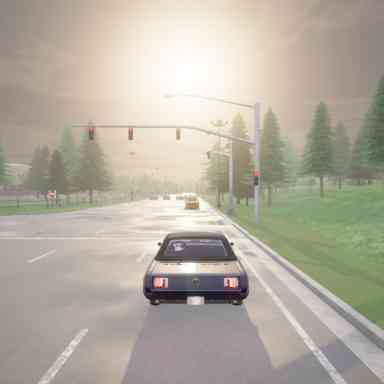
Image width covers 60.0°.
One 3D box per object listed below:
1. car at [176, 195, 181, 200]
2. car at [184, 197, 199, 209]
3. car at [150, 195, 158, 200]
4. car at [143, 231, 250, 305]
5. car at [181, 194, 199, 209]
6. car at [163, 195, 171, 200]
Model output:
[{"bbox_3d":[-3.391,1.553,91.127,1.994,1.385,4.181,0,0,0],"label":"car"},{"bbox_3d":[-0.057,1.577,49.670,2.033,1.411,5.357,0,1,2],"label":"car"},{"bbox_3d":[-10.391,1.540,91.136,2.033,1.411,5.357,0,0,0],"label":"car"},{"bbox_3d":[0.088,1.601,8.002,1.895,1.301,4.718,0,0,0],"label":"car"},{"bbox_3d":[-0.104,1.101,46.107,1.882,1.535,5.008,-3,16,-5],"label":"car"},{"bbox_3d":[-6.891,1.540,91.132,2.033,1.411,5.357,0,0,0],"label":"car"}]
